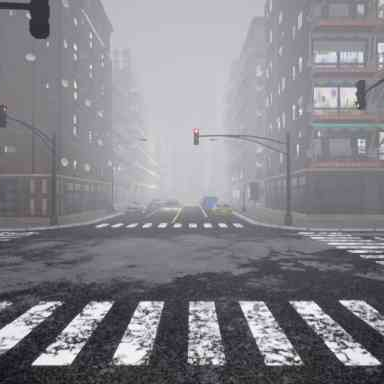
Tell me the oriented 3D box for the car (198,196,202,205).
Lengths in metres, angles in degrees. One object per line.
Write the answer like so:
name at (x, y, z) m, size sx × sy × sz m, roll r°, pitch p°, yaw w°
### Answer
car at (2.496, 1.347, 49.728) m, size 2.192 × 1.841 × 5.009 m, roll 1°, pitch 0°, yaw 0°

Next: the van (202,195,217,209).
van at (2.537, 1.366, 44.074) m, size 1.690 × 1.788 × 3.998 m, roll 1°, pitch 0°, yaw 0°

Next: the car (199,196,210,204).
car at (2.466, 1.604, 66.696) m, size 2.008 × 1.369 × 4.403 m, roll 1°, pitch 0°, yaw 0°

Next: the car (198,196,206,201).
car at (2.438, 1.627, 83.664) m, size 1.887 × 1.381 × 4.507 m, roll 1°, pitch 0°, yaw 0°

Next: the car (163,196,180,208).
car at (-2.831, 1.614, 49.632) m, size 1.895 × 1.301 × 4.718 m, roll 0°, pitch 0°, yaw 0°

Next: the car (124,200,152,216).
car at (-5.489, 1.565, 32.683) m, size 2.008 × 1.369 × 4.403 m, roll 1°, pitch 0°, yaw 0°

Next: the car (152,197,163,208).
car at (-5.387, 1.614, 49.657) m, size 1.802 × 1.307 × 4.206 m, roll 1°, pitch 0°, yaw 0°

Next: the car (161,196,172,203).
car at (-5.423, 1.613, 72.288) m, size 2.008 × 1.369 × 4.403 m, roll 1°, pitch 0°, yaw 0°

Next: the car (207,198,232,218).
car at (2.655, 1.538, 30.241) m, size 1.752 × 1.417 × 4.829 m, roll 1°, pitch 0°, yaw 0°

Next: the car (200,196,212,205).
car at (2.476, 1.486, 61.040) m, size 1.967 × 1.590 × 4.097 m, roll 1°, pitch 0°, yaw 0°

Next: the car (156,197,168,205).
car at (-5.405, 1.628, 60.972) m, size 1.802 × 1.307 × 4.206 m, roll 1°, pitch 0°, yaw 0°

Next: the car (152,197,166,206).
car at (-5.395, 1.564, 55.144) m, size 1.752 × 1.417 × 4.829 m, roll 1°, pitch 0°, yaw 0°
